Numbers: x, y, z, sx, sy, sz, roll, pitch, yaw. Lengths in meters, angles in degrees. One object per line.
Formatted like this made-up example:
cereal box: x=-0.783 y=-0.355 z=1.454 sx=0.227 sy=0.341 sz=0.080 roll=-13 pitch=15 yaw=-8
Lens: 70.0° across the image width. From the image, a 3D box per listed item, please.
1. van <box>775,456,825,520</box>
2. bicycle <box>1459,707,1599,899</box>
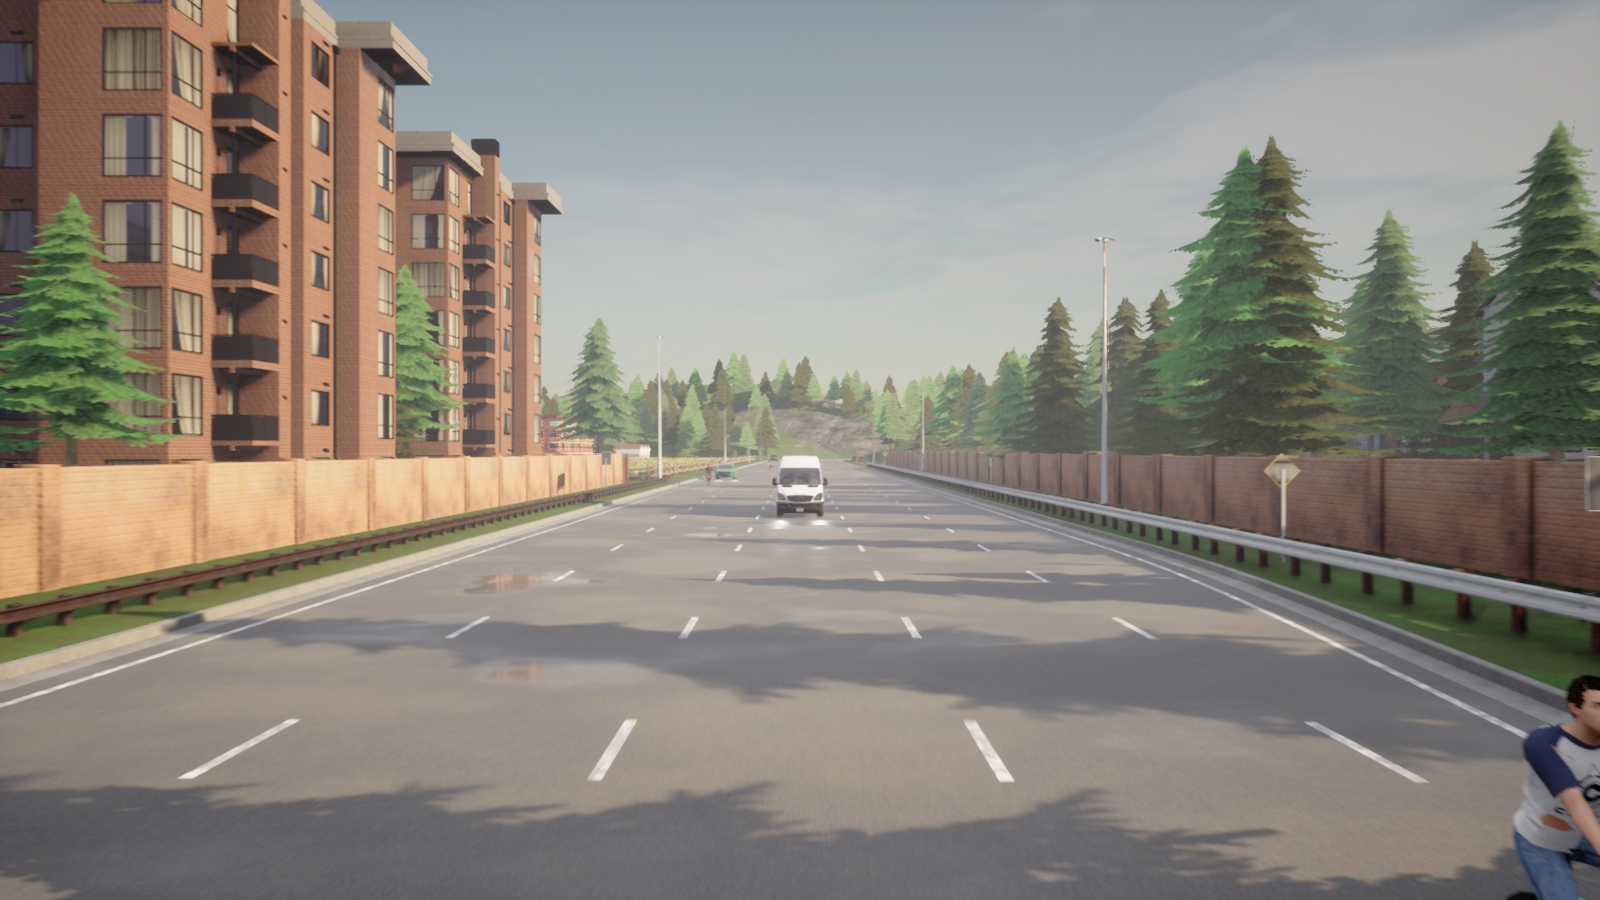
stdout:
van: x=0.005 y=1.534 z=49.082 sx=1.988 sy=2.561 sz=5.915 roll=0 pitch=0 yaw=0
bicycle: x=3.525 y=2.056 z=4.970 sx=0.373 sy=1.496 sz=1.643 roll=0 pitch=0 yaw=0
